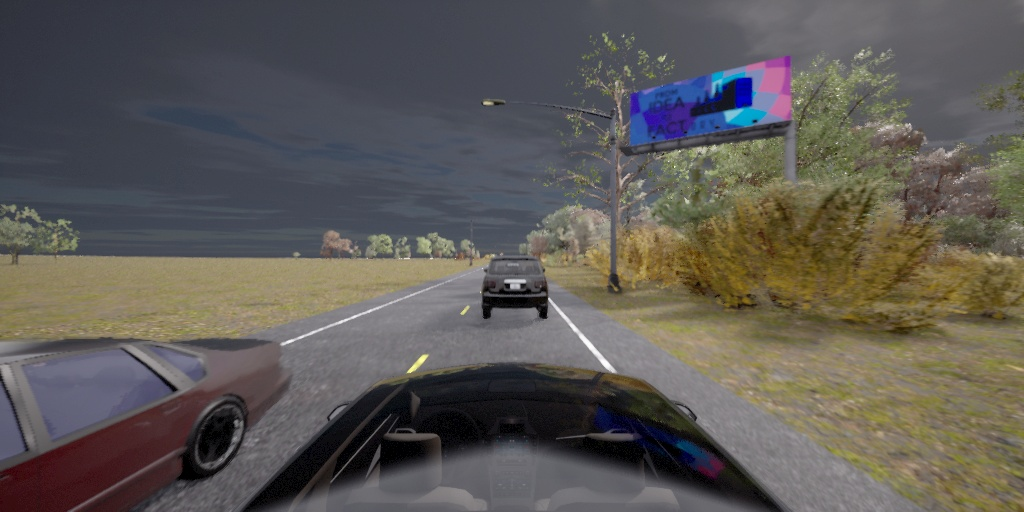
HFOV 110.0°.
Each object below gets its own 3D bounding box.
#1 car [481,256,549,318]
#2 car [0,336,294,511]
[{"bbox_3d":[0.097,1.007,13.365,2.150,2.045,5.566,0,0,0],"label":"car"},{"bbox_3d":[-3.585,1.299,1.984,2.033,1.411,5.357,0,0,0],"label":"car"}]
